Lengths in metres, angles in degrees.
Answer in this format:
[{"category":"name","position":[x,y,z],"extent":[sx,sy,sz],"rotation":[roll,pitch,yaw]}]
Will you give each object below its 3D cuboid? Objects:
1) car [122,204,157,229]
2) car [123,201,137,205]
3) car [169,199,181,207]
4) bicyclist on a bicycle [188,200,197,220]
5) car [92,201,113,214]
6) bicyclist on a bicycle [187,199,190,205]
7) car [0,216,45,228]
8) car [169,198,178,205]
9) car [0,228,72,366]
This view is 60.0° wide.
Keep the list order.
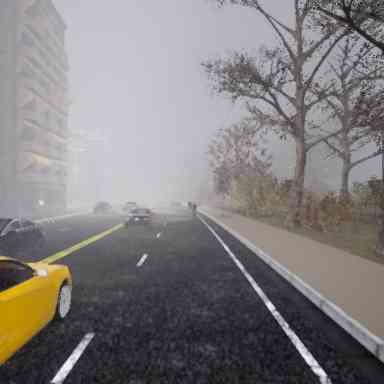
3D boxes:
[{"category":"car","position":[-3.574,1.794,23.499],"extent":[2.033,1.411,5.357],"rotation":[0,-1,-2]},{"category":"car","position":[-8.054,1.989,44.283],"extent":[1.812,1.442,4.674],"rotation":[0,0,-4]},{"category":"car","position":[-3.022,2.199,64.636],"extent":[2.033,1.411,5.357],"rotation":[0,-1,-5]},{"category":"bicyclist on a bicycle","position":[0.223,1.756,29.803],"extent":[0.582,1.620,1.656],"rotation":[0,-1,-3]},{"category":"car","position":[-11.157,1.947,41.817],"extent":[1.837,1.490,4.892],"rotation":[0,0,-3]},{"category":"bicyclist on a bicycle","position":[-0.279,1.774,39.739],"extent":[0.659,1.776,1.843],"rotation":[0,0,-3]},{"category":"car","position":[-6.718,1.619,11.390],"extent":[2.128,1.511,4.902],"rotation":[0,-1,-1]},{"category":"car","position":[-4.289,2.247,76.719],"extent":[1.882,1.535,5.008],"rotation":[0,-1,-6]},{"category":"car","position":[-3.183,1.528,4.333],"extent":[1.882,1.535,5.008],"rotation":[0,-1,0]}]
